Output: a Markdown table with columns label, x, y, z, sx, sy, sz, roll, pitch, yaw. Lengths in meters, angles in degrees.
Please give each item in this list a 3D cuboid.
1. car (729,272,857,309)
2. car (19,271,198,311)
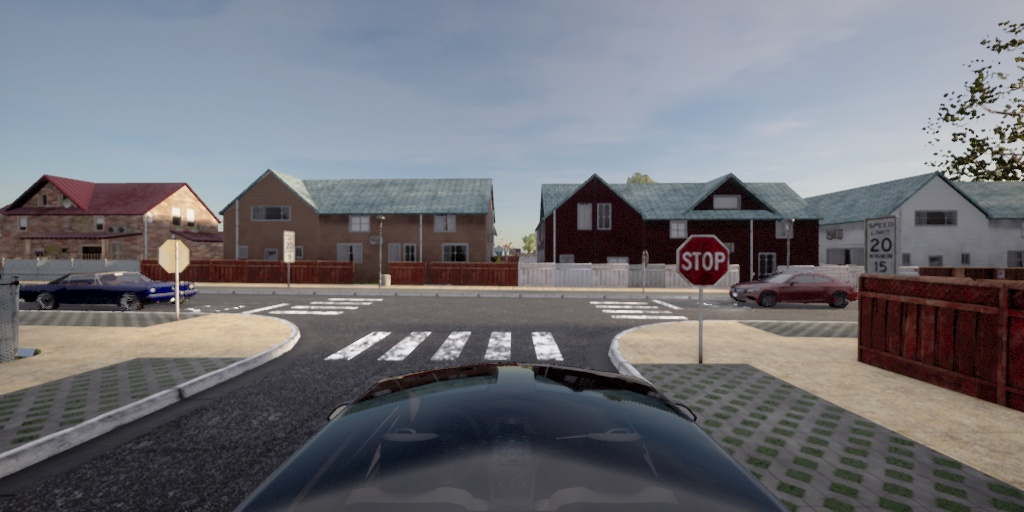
| label | x | y | z | sx | sy | sz | roll | pitch | yaw |
| --- | --- | --- | --- | --- | --- | --- | --- | --- | --- |
| car | 11.816 | 1.389 | 15.208 | 4.674 | 1.442 | 1.812 | 0 | 0 | 1 |
| car | -14.273 | 1.211 | 12.885 | 4.718 | 1.301 | 1.895 | 1 | 0 | 1 |
